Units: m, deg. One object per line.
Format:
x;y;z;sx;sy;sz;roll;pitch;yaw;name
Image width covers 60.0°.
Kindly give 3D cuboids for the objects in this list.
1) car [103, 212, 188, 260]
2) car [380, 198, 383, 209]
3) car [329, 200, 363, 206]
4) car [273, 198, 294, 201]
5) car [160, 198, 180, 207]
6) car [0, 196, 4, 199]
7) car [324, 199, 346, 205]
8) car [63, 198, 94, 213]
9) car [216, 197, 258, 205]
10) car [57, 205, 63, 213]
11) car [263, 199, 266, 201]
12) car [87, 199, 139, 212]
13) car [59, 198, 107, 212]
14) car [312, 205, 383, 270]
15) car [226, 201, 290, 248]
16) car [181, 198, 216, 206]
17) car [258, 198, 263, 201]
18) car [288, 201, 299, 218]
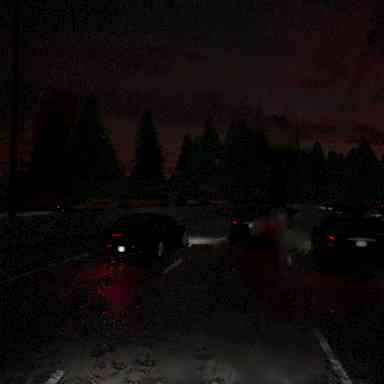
-1.556;1.540;12.713;1.837;1.490;4.892;0;0;15;car
21.217;1.547;33.600;5.566;2.045;2.150;1;-1;-33;car
16.505;1.795;34.118;4.892;1.490;1.837;1;-2;-39;car
15.218;1.832;54.467;5.357;1.411;2.033;1;0;-29;car
-2.327;1.663;50.615;5.357;1.411;2.033;1;0;-43;car
-38.010;1.207;63.771;1.895;1.301;4.718;1;0;-5;car
24.396;1.881;54.947;5.357;1.411;2.033;0;0;-23;car
-9.023;1.461;30.957;1.882;1.535;5.008;1;0;31;car
5.914;1.697;43.615;4.902;1.511;2.128;0;0;-41;car
-11.361;1.552;34.083;1.895;1.301;4.718;1;0;32;car
15.363;1.814;58.532;4.674;1.442;1.812;0;0;-26;car
-6.389;1.549;28.553;1.812;1.442;4.674;1;0;30;car
-12.550;1.433;38.620;2.128;1.511;4.902;1;0;35;car
5.389;1.518;11.484;2.097;1.767;4.553;1;0;16;car
3.316;1.502;16.139;2.097;1.767;4.553;1;0;21;car
1.196;1.763;44.057;4.718;1.301;1.895;1;0;-44;car
11.314;1.759;60.366;4.892;1.490;1.837;0;0;-28;car
8.158;1.832;31.087;1.895;1.301;4.718;0;0;41;car
